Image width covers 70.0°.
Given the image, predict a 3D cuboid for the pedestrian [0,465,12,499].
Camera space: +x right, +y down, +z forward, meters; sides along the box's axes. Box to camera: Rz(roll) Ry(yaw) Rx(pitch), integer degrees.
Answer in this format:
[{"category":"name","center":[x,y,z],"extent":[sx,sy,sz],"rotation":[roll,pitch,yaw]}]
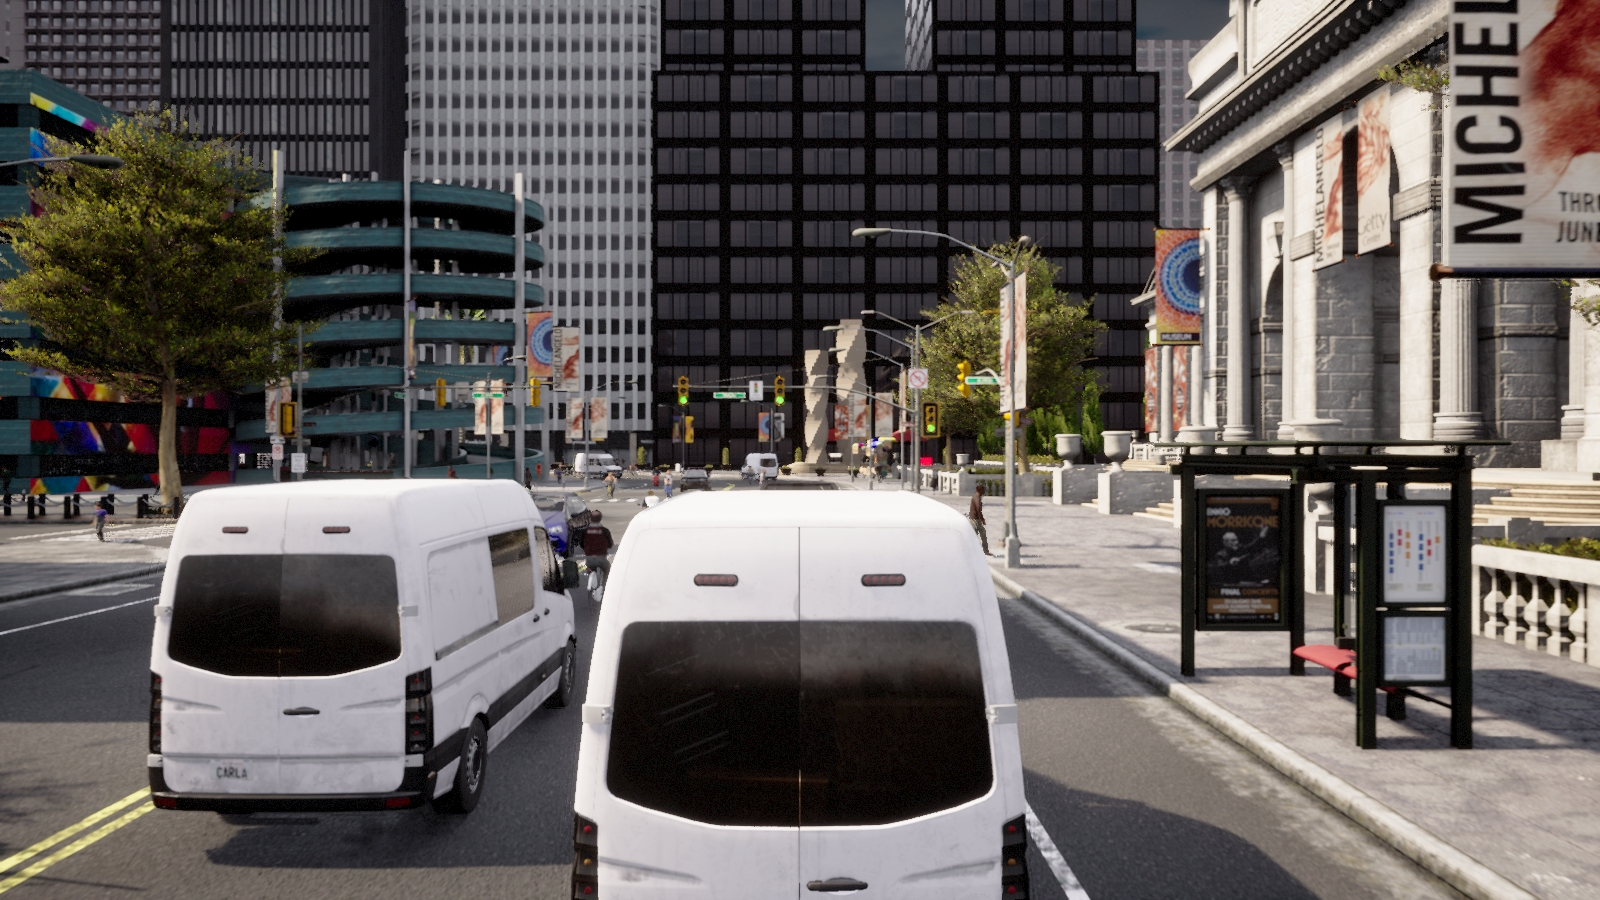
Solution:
[{"category":"pedestrian","center":[-43.302,1.743,62.334],"extent":[0.375,1.860,0.375],"rotation":[0,0,11]}]

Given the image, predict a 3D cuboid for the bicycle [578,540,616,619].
[{"category":"bicycle","center":[-3.529,2.226,19.951],"extent":[0.329,1.171,1.835],"rotation":[0,0,0]}]

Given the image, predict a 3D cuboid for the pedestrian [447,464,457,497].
[{"category":"pedestrian","center":[-20.001,1.746,65.658],"extent":[0.375,1.860,0.375],"rotation":[0,0,22]}]

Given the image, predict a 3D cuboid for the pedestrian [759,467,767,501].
[{"category":"pedestrian","center":[-2.081,1.896,64.077],"extent":[0.375,1.860,0.375],"rotation":[0,0,-16]}]

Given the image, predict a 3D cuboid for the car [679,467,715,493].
[{"category":"car","center":[-6.998,2.040,78.092],"extent":[2.097,1.638,5.238],"rotation":[0,0,-1]}]

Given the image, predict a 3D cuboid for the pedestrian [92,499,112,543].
[{"category":"pedestrian","center":[-21.203,2.155,34.710],"extent":[0.375,1.300,0.375],"rotation":[0,0,8]}]

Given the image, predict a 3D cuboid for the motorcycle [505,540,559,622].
[{"category":"motorcycle","center":[-4.660,2.228,19.763],"extent":[0.803,1.145,2.033],"rotation":[-1,0,-16]}]

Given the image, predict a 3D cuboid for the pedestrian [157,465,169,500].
[{"category":"pedestrian","center":[-33.849,1.742,60.710],"extent":[0.375,1.860,0.375],"rotation":[0,0,5]}]

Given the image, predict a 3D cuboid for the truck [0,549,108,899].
[{"category":"truck","center":[-3.506,1.582,1.011],"extent":[2.627,2.467,5.204],"rotation":[0,1,0]}]

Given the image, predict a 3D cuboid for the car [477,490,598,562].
[{"category":"car","center":[-7.022,1.993,31.134],"extent":[2.242,1.667,4.611],"rotation":[0,0,0]}]

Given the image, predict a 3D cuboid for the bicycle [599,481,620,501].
[{"category":"bicycle","center":[-10.776,2.304,64.803],"extent":[0.859,1.080,1.487],"rotation":[0,0,3]}]

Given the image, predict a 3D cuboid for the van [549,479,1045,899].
[{"category":"van","center":[-0.014,1.541,7.532],"extent":[1.988,2.561,5.915],"rotation":[0,0,0]}]

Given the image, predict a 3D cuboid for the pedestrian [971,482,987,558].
[{"category":"pedestrian","center":[4.429,1.718,28.272],"extent":[0.375,1.860,0.375],"rotation":[0,0,6]}]

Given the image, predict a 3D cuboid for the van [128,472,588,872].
[{"category":"van","center":[-3.516,1.544,10.623],"extent":[1.988,2.561,5.915],"rotation":[0,0,0]}]

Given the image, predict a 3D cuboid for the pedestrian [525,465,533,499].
[{"category":"pedestrian","center":[-15.159,1.791,64.008],"extent":[0.375,1.860,0.375],"rotation":[0,0,-4]}]
